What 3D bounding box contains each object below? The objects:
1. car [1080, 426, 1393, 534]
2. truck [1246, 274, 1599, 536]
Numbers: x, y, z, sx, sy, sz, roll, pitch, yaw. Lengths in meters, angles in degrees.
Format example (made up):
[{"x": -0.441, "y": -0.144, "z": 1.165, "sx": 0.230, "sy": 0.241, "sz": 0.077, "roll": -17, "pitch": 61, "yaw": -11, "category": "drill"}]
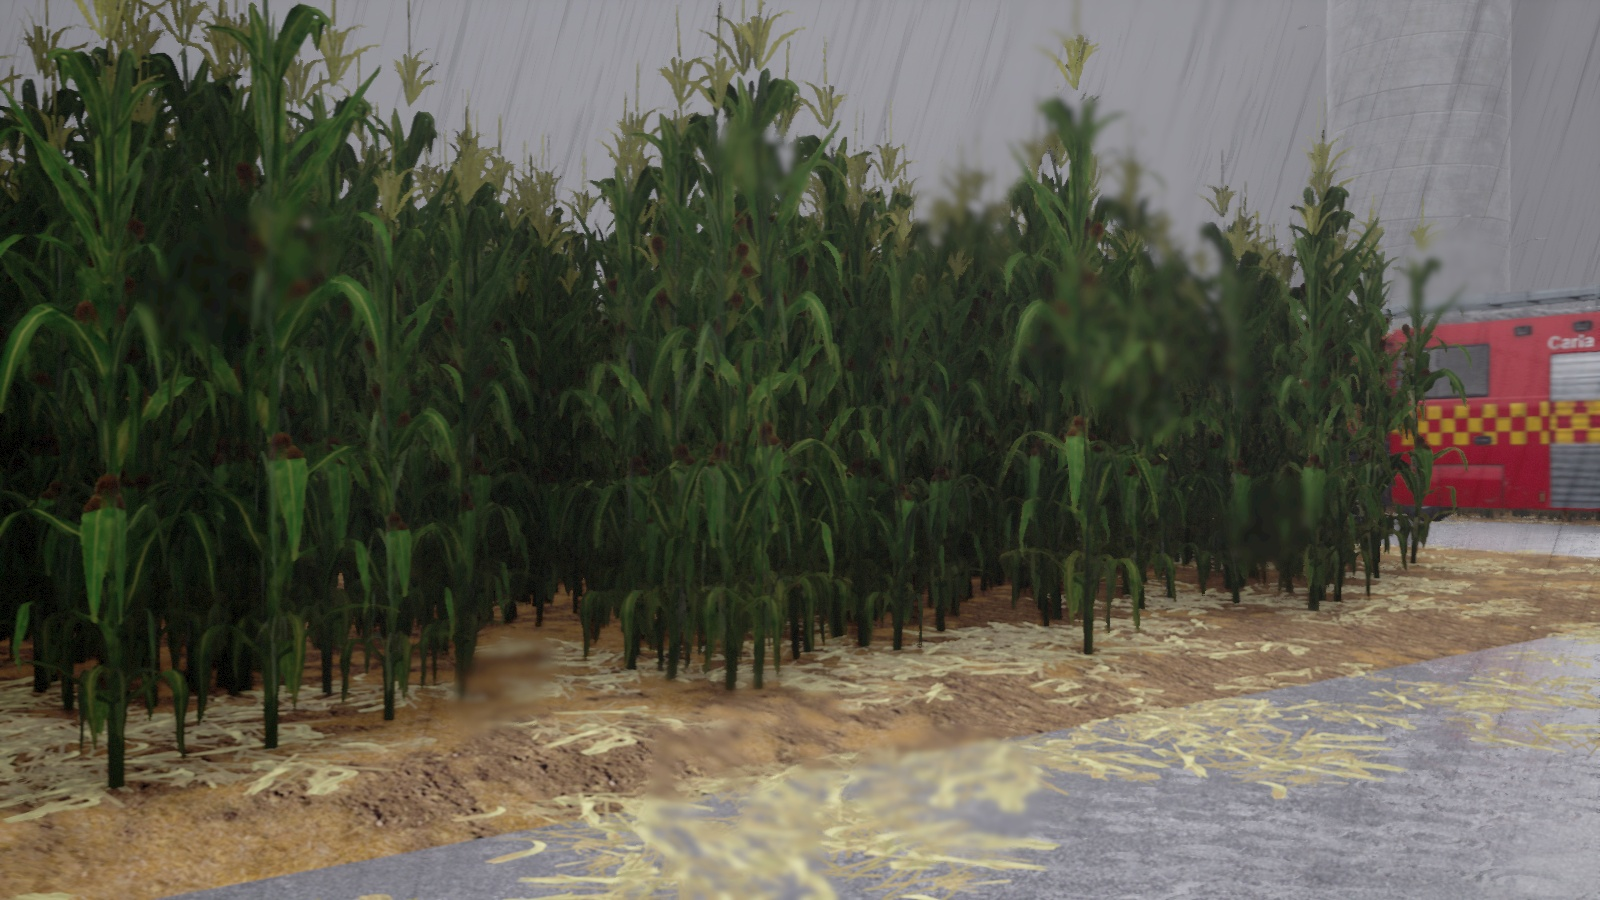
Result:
[{"x": 7.397, "y": 0.473, "z": 21.786, "sx": 2.033, "sy": 1.649, "sz": 4.856, "roll": 0, "pitch": 0, "yaw": -35, "category": "car"}, {"x": 11.911, "y": -0.646, "z": 20.698, "sx": 2.891, "sy": 3.827, "sz": 8.468, "roll": 0, "pitch": 0, "yaw": -35, "category": "truck"}]
